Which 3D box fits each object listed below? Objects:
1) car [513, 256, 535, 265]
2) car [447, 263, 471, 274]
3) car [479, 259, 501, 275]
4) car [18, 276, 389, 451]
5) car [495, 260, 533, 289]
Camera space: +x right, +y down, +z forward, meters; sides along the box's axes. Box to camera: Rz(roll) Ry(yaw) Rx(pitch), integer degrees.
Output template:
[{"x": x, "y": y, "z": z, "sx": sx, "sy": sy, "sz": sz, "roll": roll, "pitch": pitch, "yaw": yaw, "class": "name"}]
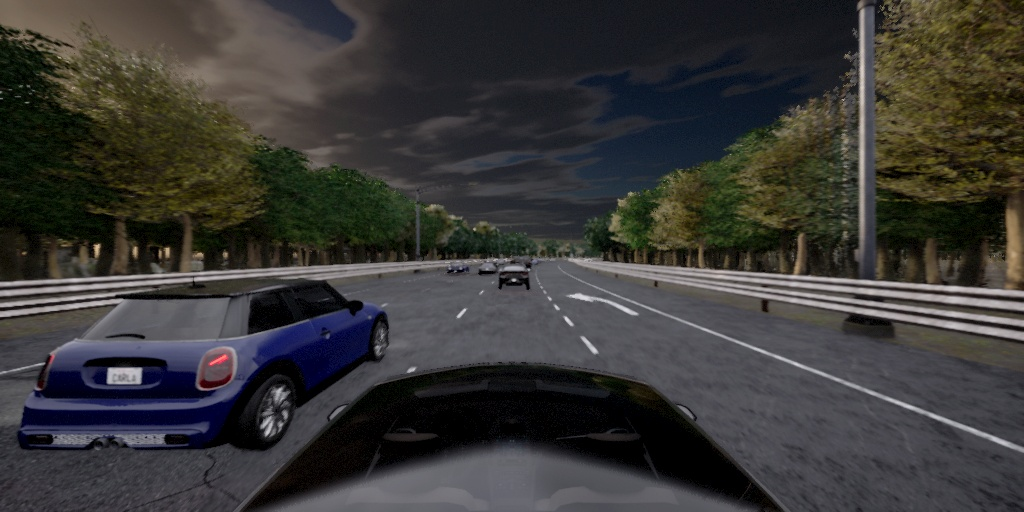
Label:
[{"x": 1.771, "y": 1.023, "z": 51.420, "sx": 2.150, "sy": 2.045, "sz": 5.566, "roll": 0, "pitch": 0, "yaw": 5, "class": "car"}, {"x": -6.043, "y": 1.403, "z": 41.387, "sx": 1.895, "sy": 1.301, "sz": 4.718, "roll": 0, "pitch": 0, "yaw": 4, "class": "car"}, {"x": -2.536, "y": 1.359, "z": 40.376, "sx": 1.994, "sy": 1.385, "sz": 4.181, "roll": 0, "pitch": 0, "yaw": 4, "class": "car"}, {"x": -3.509, "y": 1.109, "z": 5.371, "sx": 2.097, "sy": 1.767, "sz": 4.553, "roll": 0, "pitch": 0, "yaw": 0, "class": "car"}, {"x": 0.187, "y": 1.250, "z": 23.427, "sx": 1.882, "sy": 1.535, "sz": 5.008, "roll": 0, "pitch": 0, "yaw": 2, "class": "car"}]
